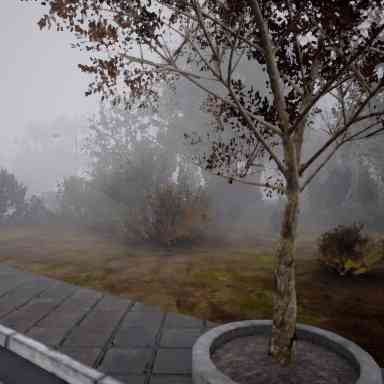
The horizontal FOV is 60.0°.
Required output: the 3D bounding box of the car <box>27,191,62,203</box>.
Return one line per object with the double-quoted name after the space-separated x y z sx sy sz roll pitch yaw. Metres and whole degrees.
-18.391 0.939 41.852 2.150 2.045 5.566 1 0 32 "car"
